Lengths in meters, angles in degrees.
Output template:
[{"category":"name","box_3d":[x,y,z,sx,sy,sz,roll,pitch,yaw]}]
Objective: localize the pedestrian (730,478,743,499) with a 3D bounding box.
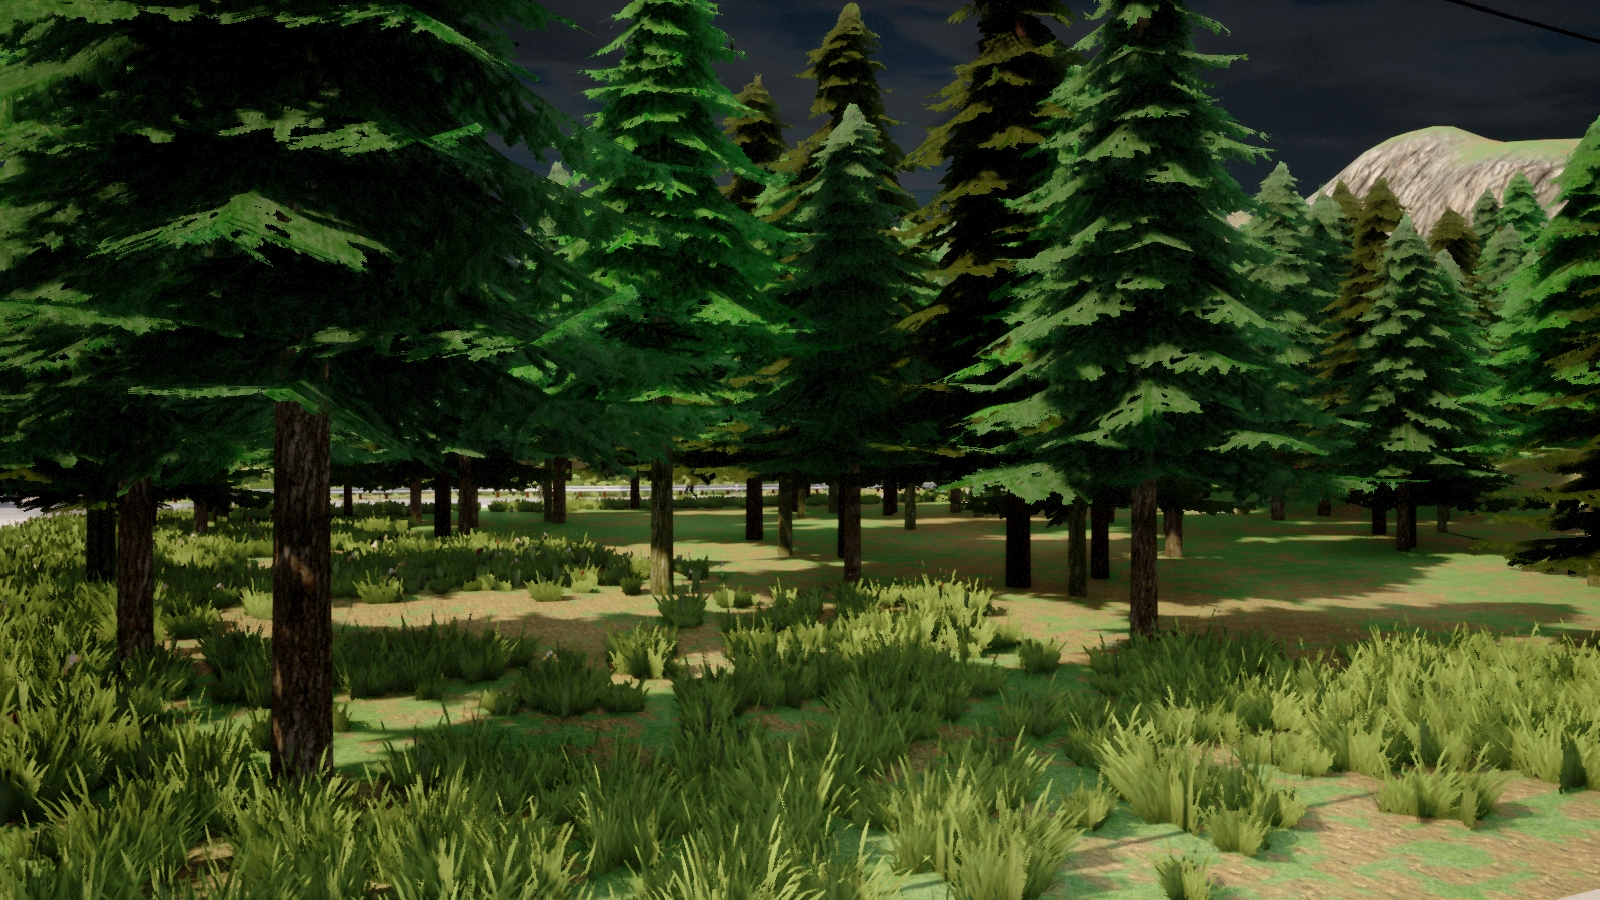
[{"category":"pedestrian","box_3d":[-3.354,2.050,60.660,0.500,1.100,0.500,0,0,-32]}]

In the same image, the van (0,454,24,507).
[{"category":"van","box_3d":[-41.438,1.529,58.560,1.988,2.561,5.915,-1,0,-42]}]

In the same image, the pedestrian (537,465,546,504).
[{"category":"pedestrian","box_3d":[-12.467,1.669,55.085,0.375,1.860,0.375,0,0,-21]}]
